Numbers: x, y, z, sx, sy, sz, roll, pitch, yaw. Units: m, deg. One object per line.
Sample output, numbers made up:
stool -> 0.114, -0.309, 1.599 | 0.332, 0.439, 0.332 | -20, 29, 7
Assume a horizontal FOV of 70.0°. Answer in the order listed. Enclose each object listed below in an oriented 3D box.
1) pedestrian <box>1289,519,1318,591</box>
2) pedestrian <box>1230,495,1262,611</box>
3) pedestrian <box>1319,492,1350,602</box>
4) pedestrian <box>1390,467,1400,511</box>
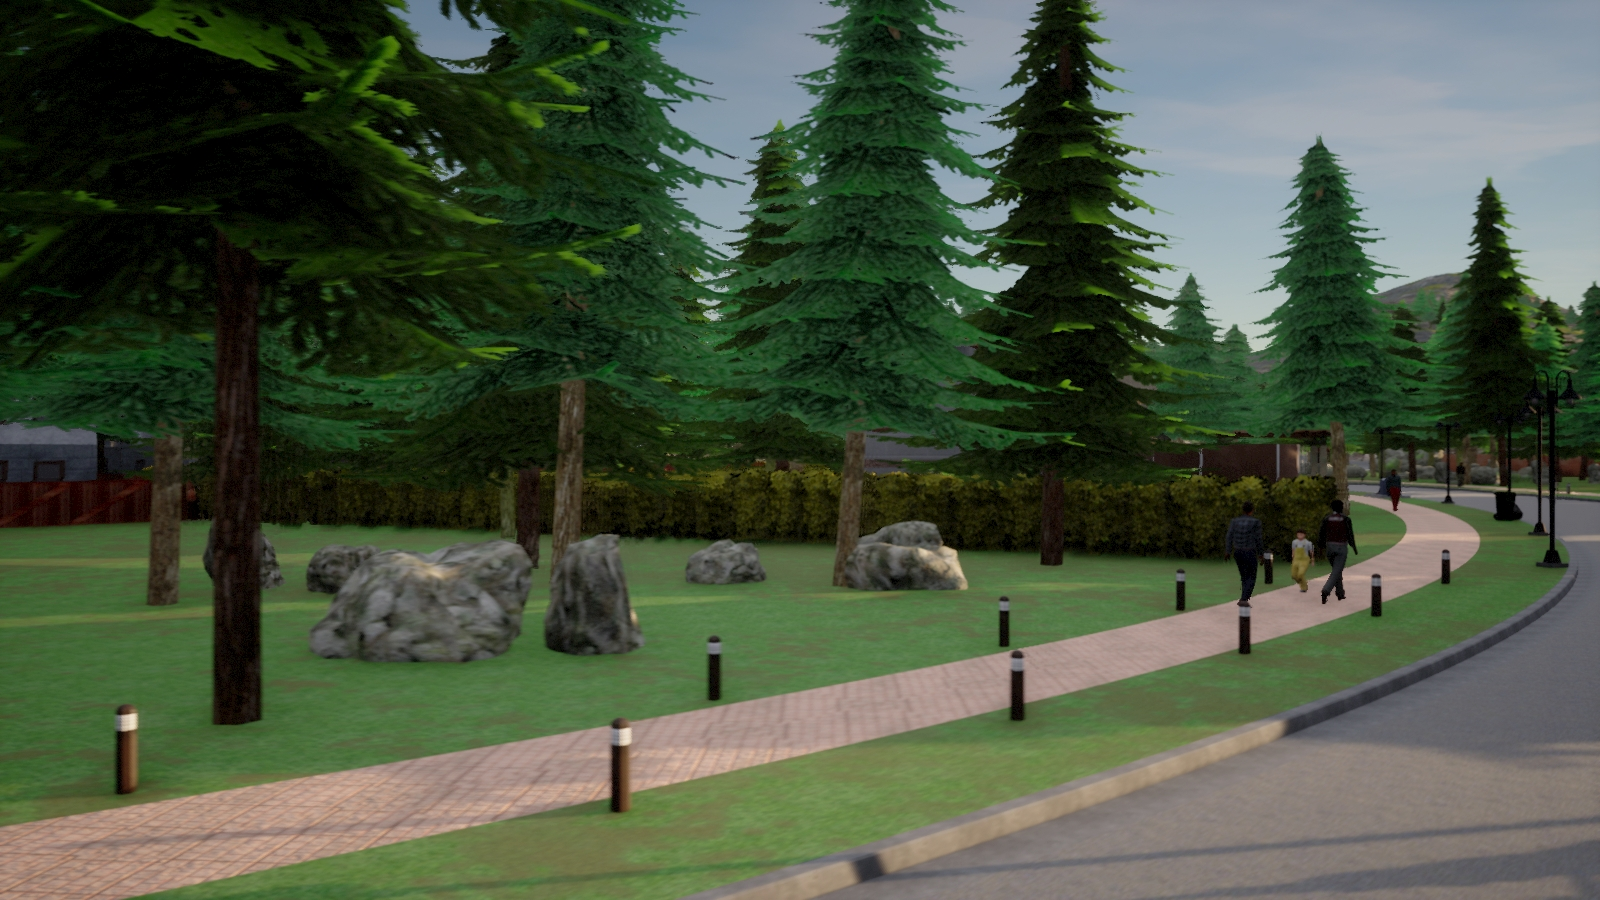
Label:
pedestrian -> 9.388, 1.949, 21.292 | 0.375, 1.300, 0.375 | 0, 0, -41
pedestrian -> 7.290, 1.669, 18.664 | 0.375, 1.860, 0.375 | 0, 0, 44
pedestrian -> 9.248, 1.669, 19.767 | 0.375, 1.860, 0.375 | 0, 0, -43
pedestrian -> 25.575, 1.676, 49.135 | 0.375, 1.860, 0.375 | 0, 0, 25
